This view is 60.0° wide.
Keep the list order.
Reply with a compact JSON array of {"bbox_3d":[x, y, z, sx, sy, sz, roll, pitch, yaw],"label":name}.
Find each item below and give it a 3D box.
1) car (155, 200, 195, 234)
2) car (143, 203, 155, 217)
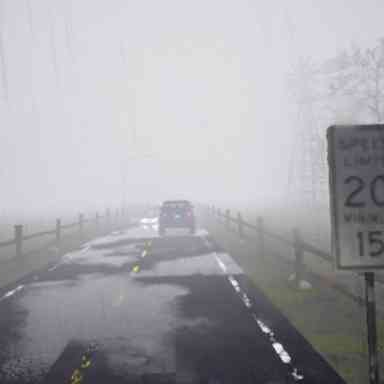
[{"bbox_3d":[-0.983,1.514,21.592,2.150,2.045,5.566,-1,-1,-3],"label":"car"},{"bbox_3d":[-4.593,2.093,38.721,2.128,1.511,4.902,-1,-1,-3],"label":"car"}]
